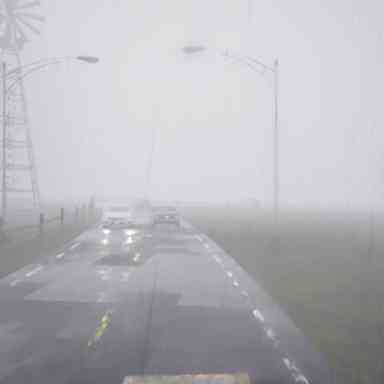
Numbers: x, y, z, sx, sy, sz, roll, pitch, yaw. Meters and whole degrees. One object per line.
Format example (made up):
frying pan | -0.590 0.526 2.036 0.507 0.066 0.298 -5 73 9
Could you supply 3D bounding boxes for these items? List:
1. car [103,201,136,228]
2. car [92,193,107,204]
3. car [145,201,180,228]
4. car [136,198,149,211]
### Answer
car | -4.915 1.553 22.539 1.812 1.442 4.674 0 0 -10
car | -17.199 1.129 61.444 2.150 2.045 5.566 0 0 -25
car | -1.931 1.573 22.734 2.033 1.411 5.357 0 0 -9
car | -6.058 1.498 40.414 1.837 1.490 4.892 0 0 -16
